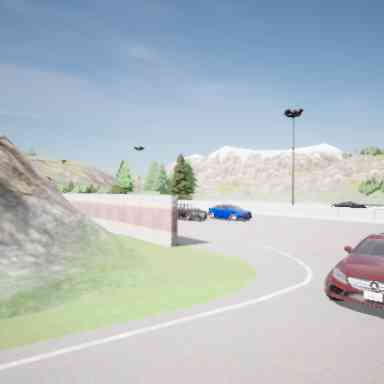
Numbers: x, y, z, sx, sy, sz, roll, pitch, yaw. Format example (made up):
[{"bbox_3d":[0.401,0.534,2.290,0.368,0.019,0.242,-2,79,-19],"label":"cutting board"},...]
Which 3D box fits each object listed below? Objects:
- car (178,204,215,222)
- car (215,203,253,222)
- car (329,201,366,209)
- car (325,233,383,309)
[{"bbox_3d":[-0.490,1.846,30.870,2.128,1.511,4.902,1,0,-35],"label":"car"},{"bbox_3d":[3.507,1.863,31.287,1.882,1.535,5.008,1,0,-35],"label":"car"},{"bbox_3d":[22.184,2.083,47.644,1.882,1.535,5.008,1,0,-35],"label":"car"},{"bbox_3d":[4.764,1.745,7.810,1.812,1.442,4.674,2,-2,39],"label":"car"}]
